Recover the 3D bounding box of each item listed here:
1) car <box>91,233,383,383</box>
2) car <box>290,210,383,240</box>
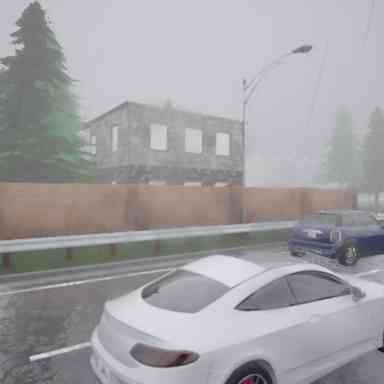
[{"bbox_3d":[1.065,1.543,4.472,4.674,1.442,1.812,1,0,-35],"label":"car"},{"bbox_3d":[5.583,1.411,11.858,4.553,1.767,2.097,0,0,-35],"label":"car"}]
